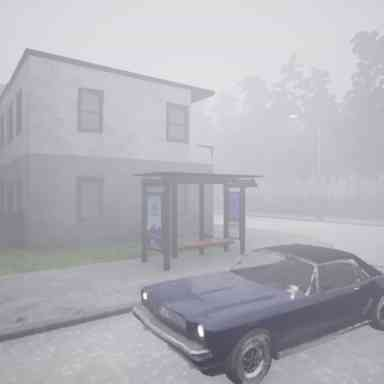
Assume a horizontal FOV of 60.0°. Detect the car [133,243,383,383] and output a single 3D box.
[{"bbox_3d":[1.514,1.601,5.385,4.718,1.301,1.895,0,0,-33],"label":"car"}]
